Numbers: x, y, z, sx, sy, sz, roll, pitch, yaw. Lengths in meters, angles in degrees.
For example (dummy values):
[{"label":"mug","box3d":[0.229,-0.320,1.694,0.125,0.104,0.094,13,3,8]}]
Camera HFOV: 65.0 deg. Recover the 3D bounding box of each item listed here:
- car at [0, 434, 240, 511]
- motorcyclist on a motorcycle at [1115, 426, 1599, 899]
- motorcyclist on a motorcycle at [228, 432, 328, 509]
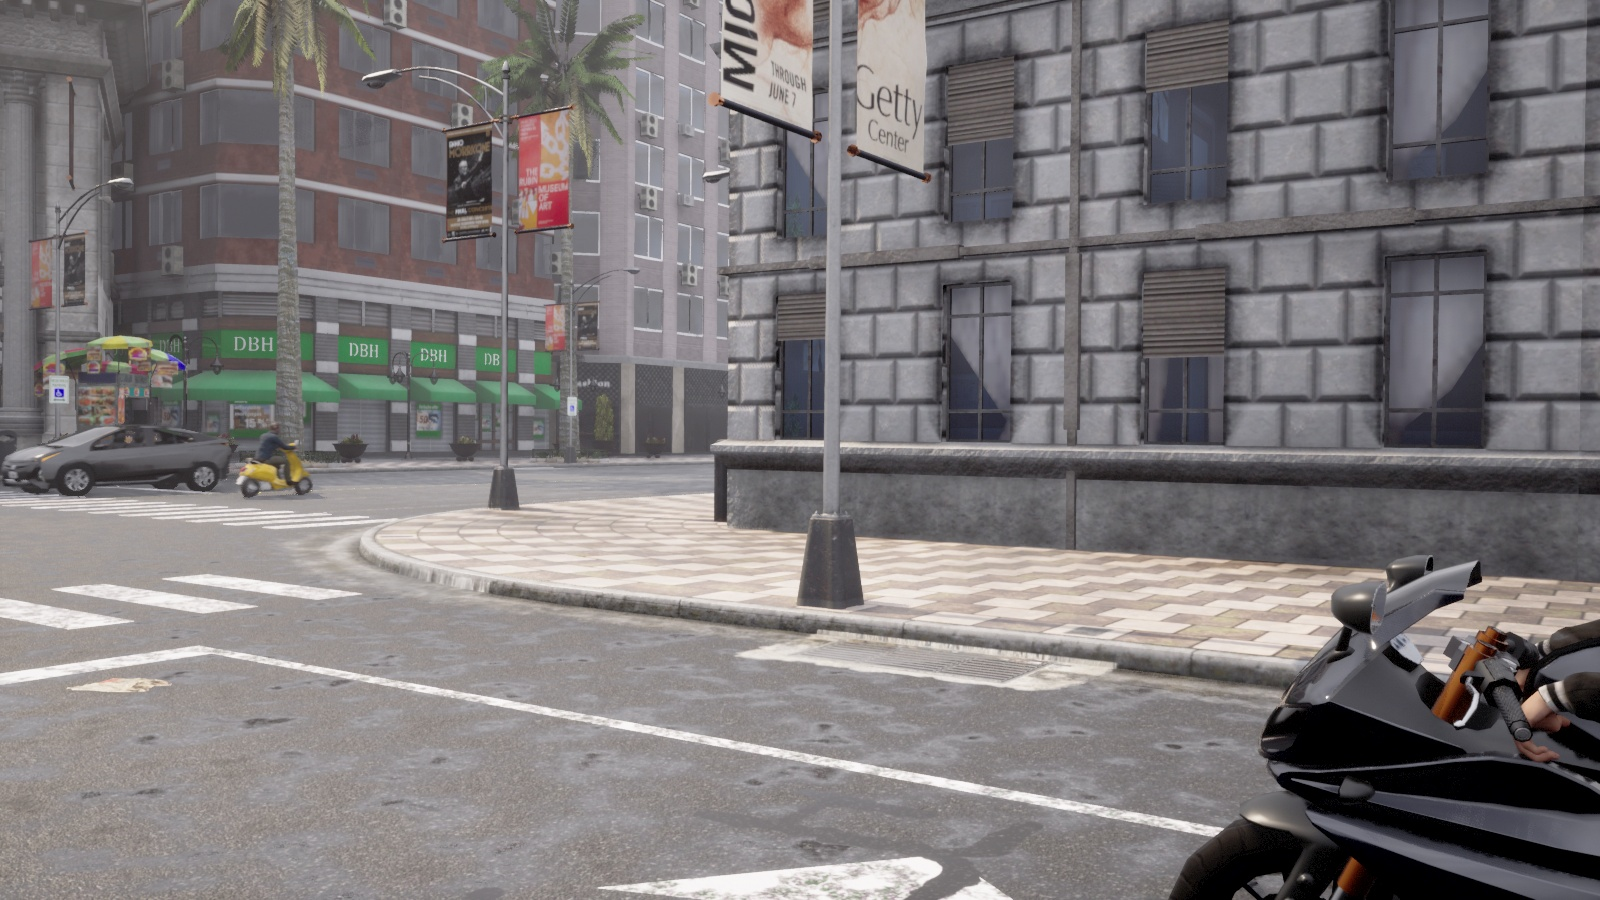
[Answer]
[{"label":"car","box3d":[-15.079,0.435,27.795,2.007,1.525,4.514,0,1,34]},{"label":"motorcyclist on a motorcycle","box3d":[1.824,0.717,2.412,2.191,1.530,0.866,0,1,34]},{"label":"motorcyclist on a motorcycle","box3d":[-11.224,0.417,27.044,0.866,1.590,1.817,0,1,31]}]
